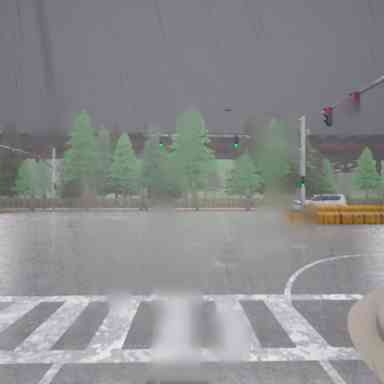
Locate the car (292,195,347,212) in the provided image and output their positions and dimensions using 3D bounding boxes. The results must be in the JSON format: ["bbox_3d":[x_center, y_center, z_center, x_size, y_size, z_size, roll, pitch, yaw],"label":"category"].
[{"bbox_3d":[13.540,1.291,35.313,5.566,2.045,2.150,0,0,-2],"label":"car"}]
